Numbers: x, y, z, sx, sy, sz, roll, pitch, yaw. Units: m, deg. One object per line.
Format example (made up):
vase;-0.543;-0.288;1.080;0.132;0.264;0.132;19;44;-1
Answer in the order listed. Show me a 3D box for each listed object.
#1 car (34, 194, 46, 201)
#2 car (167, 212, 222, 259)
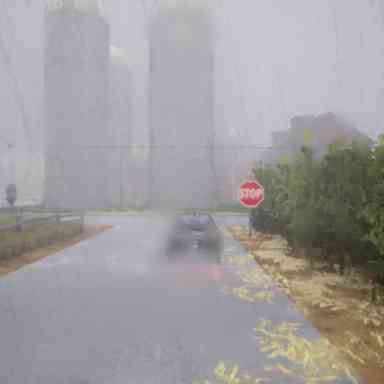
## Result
car;-36.971;1.441;82.042;3.866;1.878;1.905;0;0;0
car;0.095;1.529;12.817;2.128;1.511;4.902;0;0;1
